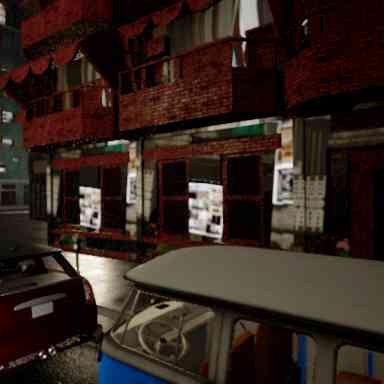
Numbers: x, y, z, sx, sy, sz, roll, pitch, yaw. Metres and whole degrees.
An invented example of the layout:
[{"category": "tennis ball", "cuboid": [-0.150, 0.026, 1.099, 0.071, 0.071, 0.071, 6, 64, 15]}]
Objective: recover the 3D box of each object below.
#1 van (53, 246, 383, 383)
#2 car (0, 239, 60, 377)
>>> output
[{"category": "van", "cuboid": [1.130, 1.341, 1.928, 3.998, 1.788, 1.690, 0, -1, 36]}, {"category": "car", "cuboid": [-3.384, 1.452, 5.149, 4.097, 1.590, 1.967, 0, -1, 36]}]
